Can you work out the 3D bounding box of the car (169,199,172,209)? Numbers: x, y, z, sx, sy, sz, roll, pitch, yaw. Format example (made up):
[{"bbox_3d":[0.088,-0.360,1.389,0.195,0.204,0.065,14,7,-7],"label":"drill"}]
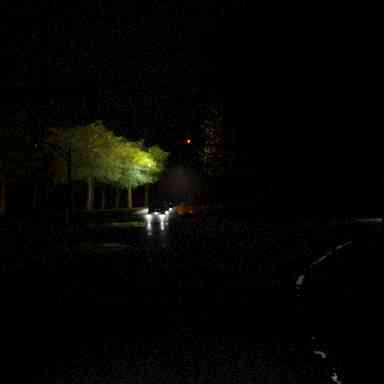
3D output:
[{"bbox_3d":[-4.420,2.079,49.848,1.812,1.442,4.674,0,-1,-1],"label":"car"}]

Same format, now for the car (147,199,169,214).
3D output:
[{"bbox_3d":[-4.196,1.892,40.092,1.837,1.490,4.892,0,-1,-1],"label":"car"}]

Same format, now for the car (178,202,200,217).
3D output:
[{"bbox_3d":[-0.335,1.774,34.842,1.882,1.535,5.008,0,-1,-6],"label":"car"}]
